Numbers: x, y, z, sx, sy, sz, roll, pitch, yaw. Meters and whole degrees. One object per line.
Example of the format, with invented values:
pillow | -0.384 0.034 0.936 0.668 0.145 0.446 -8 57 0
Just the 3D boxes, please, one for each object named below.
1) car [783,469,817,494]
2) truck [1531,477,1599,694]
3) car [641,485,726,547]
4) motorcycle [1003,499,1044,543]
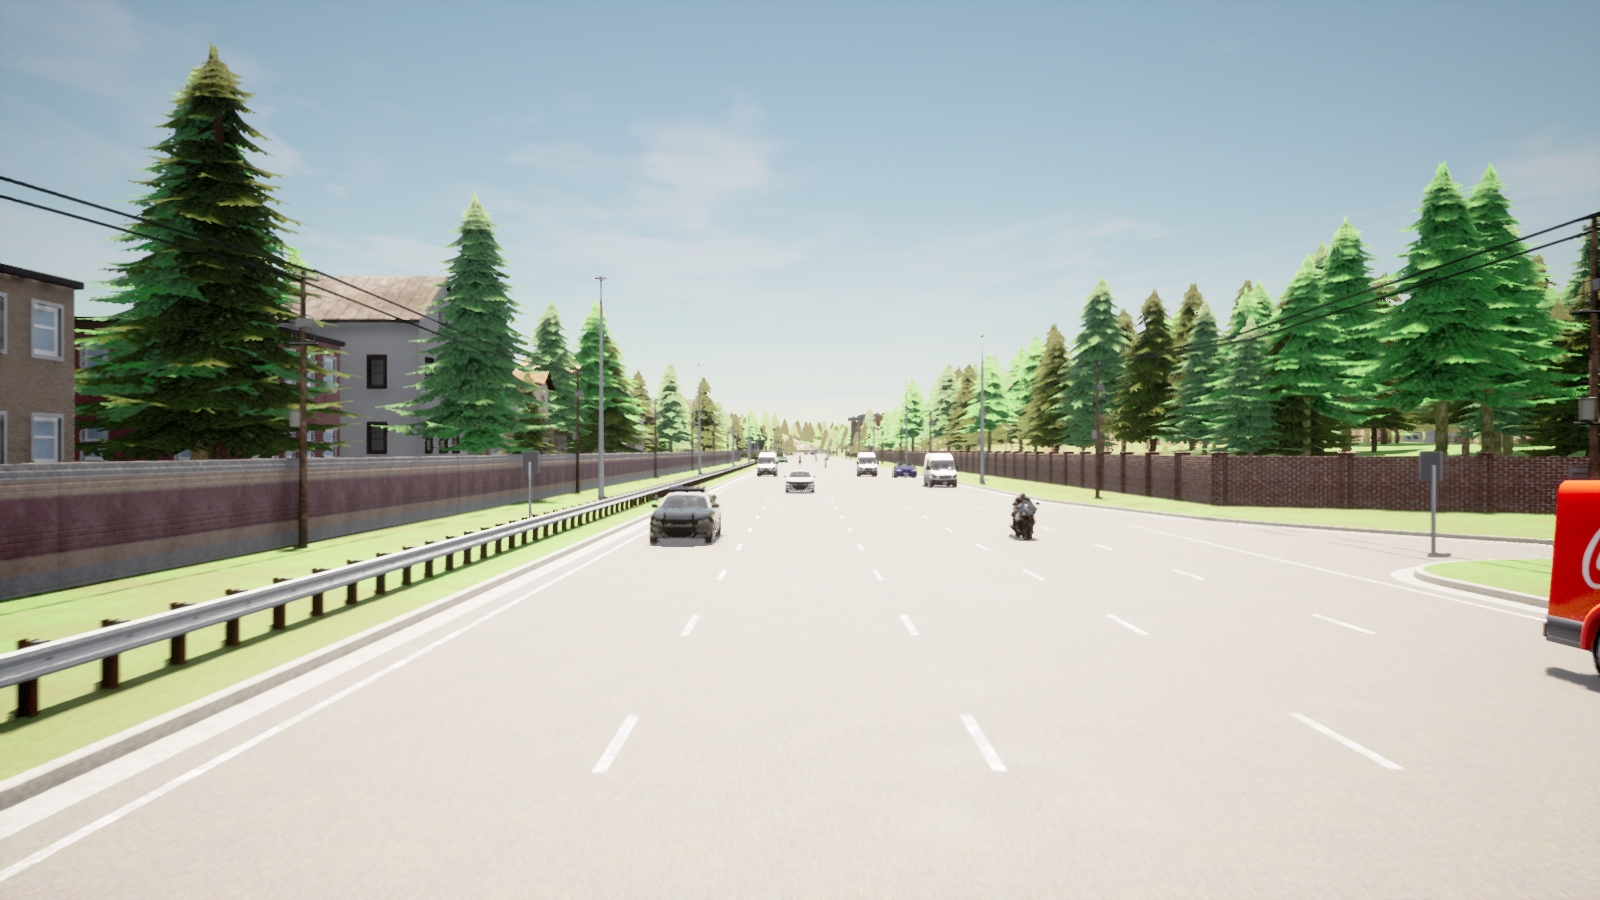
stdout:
car | -0.001 2.034 74.779 2.097 1.535 5.006 0 0 0
truck | 10.499 1.568 11.745 2.627 2.467 5.204 0 0 0
car | -3.500 1.982 35.406 2.097 1.638 5.238 0 0 0
motorcycle | 7.000 2.204 35.887 0.867 1.251 2.209 0 0 0
